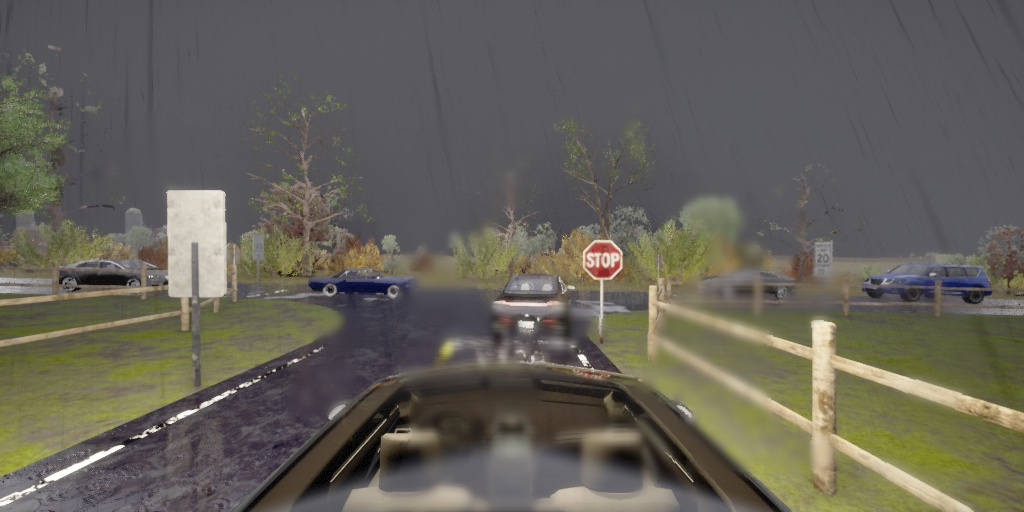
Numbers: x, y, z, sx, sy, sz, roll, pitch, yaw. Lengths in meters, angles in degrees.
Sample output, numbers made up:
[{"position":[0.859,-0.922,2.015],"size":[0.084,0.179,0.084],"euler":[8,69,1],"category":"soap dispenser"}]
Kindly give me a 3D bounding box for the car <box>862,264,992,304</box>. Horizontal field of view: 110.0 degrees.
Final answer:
[{"position":[22.904,1.464,19.899],"size":[5.566,2.045,2.150],"euler":[1,1,0],"category":"car"}]

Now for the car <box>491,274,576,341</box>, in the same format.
[{"position":[0.709,1.239,9.956],"size":[2.128,1.511,4.902],"euler":[0,0,9],"category":"car"}]

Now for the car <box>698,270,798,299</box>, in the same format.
[{"position":[13.008,1.523,19.912],"size":[4.902,1.511,2.128],"euler":[1,1,0],"category":"car"}]

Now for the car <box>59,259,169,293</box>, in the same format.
[{"position":[-18.486,0.883,17.008],"size":[4.902,1.511,2.128],"euler":[1,1,0],"category":"car"}]

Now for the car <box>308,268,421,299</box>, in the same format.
[{"position":[-6.818,1.246,16.989],"size":[4.718,1.301,1.895],"euler":[1,1,0],"category":"car"}]
